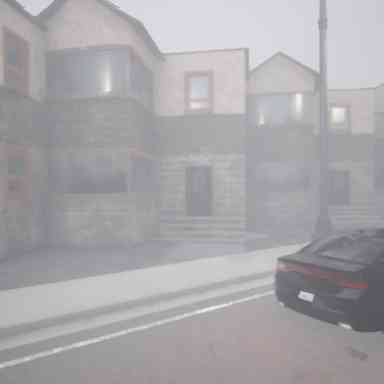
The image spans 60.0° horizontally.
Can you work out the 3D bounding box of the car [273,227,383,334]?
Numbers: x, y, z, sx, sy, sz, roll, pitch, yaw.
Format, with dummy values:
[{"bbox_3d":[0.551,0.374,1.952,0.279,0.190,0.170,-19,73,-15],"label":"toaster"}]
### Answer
[{"bbox_3d":[3.773,1.446,6.562,5.008,1.535,1.882,0,0,-35],"label":"car"}]
